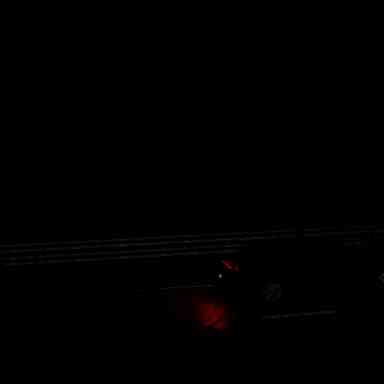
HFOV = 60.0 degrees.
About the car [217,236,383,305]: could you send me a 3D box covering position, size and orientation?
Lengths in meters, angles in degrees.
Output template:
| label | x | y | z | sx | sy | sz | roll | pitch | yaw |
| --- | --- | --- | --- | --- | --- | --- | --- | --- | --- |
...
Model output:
| label | x | y | z | sx | sy | sz | roll | pitch | yaw |
| --- | --- | --- | --- | --- | --- | --- | --- | --- | --- |
| car | 3.192 | 1.954 | 9.090 | 5.008 | 1.535 | 1.882 | -2 | -4 | -7 |
